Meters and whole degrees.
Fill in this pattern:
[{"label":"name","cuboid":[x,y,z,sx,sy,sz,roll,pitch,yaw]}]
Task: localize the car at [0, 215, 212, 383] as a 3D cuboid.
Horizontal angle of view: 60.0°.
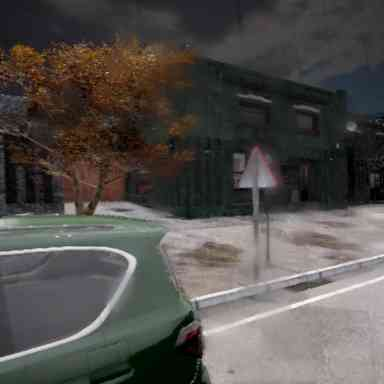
[{"label":"car","cuboid":[-2.467,1.224,1.658,5.566,2.045,2.150,0,0,-35]}]
